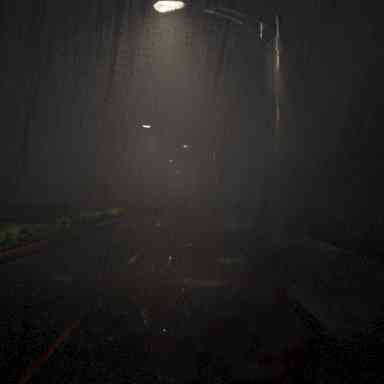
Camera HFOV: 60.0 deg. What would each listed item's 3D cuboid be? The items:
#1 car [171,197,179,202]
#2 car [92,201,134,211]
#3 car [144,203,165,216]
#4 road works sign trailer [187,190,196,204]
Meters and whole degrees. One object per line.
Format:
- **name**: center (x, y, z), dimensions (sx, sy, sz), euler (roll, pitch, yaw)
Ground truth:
- **car**: center (-4.043, 1.840, 78.726), dimensions (1.812, 1.442, 4.674), euler (0, -1, 0)
- **car**: center (-10.323, 1.846, 43.910), dimensions (5.357, 1.415, 2.033), euler (0, -1, -40)
- **car**: center (-4.078, 1.879, 37.122), dimensions (2.033, 1.411, 5.357), euler (0, -1, 0)
- **road works sign trailer**: center (-0.050, 1.237, 86.735), dimensions (2.380, 3.560, 2.880), euler (0, -1, 0)
